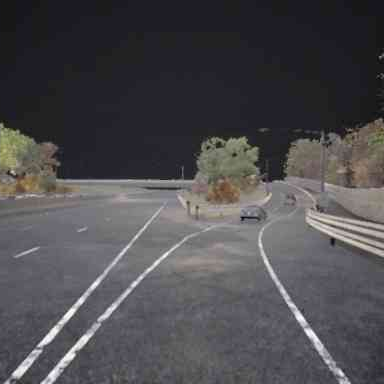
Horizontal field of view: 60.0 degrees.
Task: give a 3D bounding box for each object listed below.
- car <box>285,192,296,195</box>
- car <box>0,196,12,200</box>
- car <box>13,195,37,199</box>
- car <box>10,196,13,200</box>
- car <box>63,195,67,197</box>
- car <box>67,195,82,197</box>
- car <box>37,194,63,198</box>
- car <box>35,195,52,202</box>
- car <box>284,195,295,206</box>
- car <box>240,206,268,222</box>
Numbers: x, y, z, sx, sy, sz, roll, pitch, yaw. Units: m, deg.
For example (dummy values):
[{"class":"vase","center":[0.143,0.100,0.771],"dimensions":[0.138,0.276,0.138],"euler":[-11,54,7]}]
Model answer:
[{"class":"car","center":[22.395,1.062,75.853],"dimensions":[2.150,2.045,5.566],"euler":[1,4,16]},{"class":"car","center":[-23.196,1.463,38.306],"dimensions":[1.895,1.301,4.718],"euler":[0,0,-3]},{"class":"car","center":[-27.531,1.340,56.217],"dimensions":[2.128,1.511,4.902],"euler":[0,0,-2]},{"class":"car","center":[-30.996,1.389,55.439],"dimensions":[1.994,1.385,4.181],"euler":[0,0,-2]},{"class":"car","center":[-28.300,1.279,71.933],"dimensions":[1.882,1.535,5.008],"euler":[0,0,-3]},{"class":"car","center":[-24.790,1.334,71.825],"dimensions":[1.837,1.490,4.892],"euler":[0,0,-3]},{"class":"car","center":[-24.041,1.430,56.393],"dimensions":[1.994,1.385,4.181],"euler":[0,0,-2]},{"class":"car","center":[-31.772,1.326,71.276],"dimensions":[1.812,1.442,4.674],"euler":[0,0,-3]},{"class":"car","center":[19.509,1.957,66.634],"dimensions":[1.994,1.385,4.181],"euler":[1,3,18]},{"class":"car","center":[5.961,2.049,31.685],"dimensions":[2.033,1.411,5.357],"euler":[1,-1,22]}]
